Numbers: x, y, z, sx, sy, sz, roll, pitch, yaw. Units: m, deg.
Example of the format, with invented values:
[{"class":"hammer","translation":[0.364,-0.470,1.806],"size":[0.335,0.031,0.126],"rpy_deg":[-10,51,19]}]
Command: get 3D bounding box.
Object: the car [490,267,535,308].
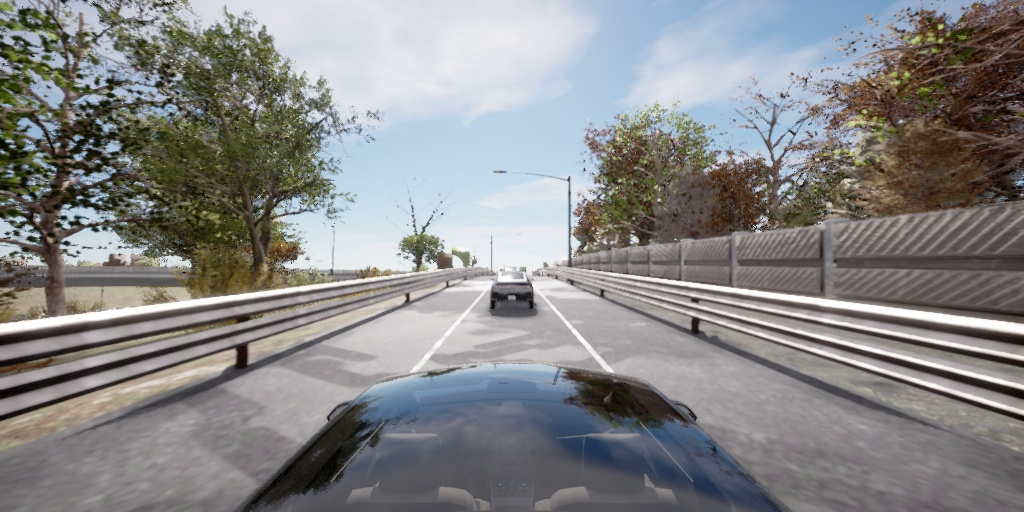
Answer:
[{"class":"car","translation":[0.019,1.450,16.413],"size":[2.128,1.511,4.902],"rpy_deg":[0,-1,0]}]
